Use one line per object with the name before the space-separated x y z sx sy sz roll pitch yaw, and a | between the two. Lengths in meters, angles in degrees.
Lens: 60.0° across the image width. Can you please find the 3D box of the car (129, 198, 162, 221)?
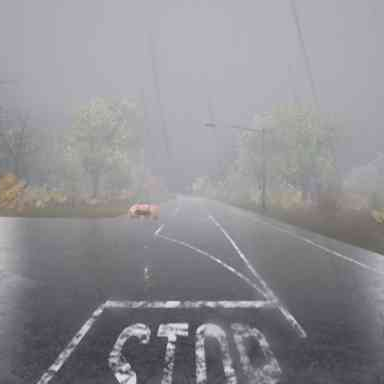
car | -3.538 1.257 26.060 2.097 1.767 4.553 1 -1 0
